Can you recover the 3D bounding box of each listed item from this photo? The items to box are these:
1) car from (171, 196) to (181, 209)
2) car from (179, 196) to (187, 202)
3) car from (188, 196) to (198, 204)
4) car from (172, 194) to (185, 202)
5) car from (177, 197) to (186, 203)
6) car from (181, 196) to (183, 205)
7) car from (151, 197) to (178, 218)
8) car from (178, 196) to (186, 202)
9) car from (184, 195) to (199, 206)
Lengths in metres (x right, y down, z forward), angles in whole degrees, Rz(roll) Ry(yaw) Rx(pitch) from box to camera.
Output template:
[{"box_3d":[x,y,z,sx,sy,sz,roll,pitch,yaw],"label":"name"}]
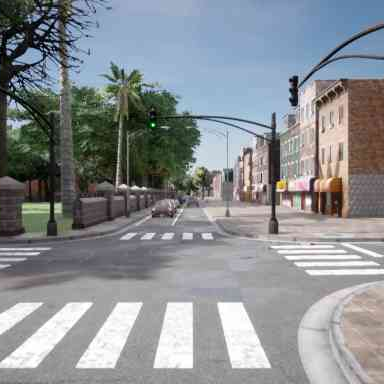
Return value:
[{"box_3d":[-2.598,1.506,36.271,1.967,1.590,4.097,0,0,0],"label":"car"},{"box_3d":[-2.534,1.937,93.157,1.947,1.339,4.313,-1,0,0],"label":"car"},{"box_3d":[0.184,1.698,69.661,1.882,1.535,5.008,0,0,0],"label":"car"},{"box_3d":[-2.905,1.417,64.219,2.150,2.045,5.566,0,0,0],"label":"car"},{"box_3d":[-2.547,1.838,81.780,1.887,1.381,4.507,0,0,0],"label":"car"},{"box_3d":[-2.586,1.691,47.649,1.802,1.307,4.206,0,0,0],"label":"car"},{"box_3d":[-2.606,1.489,30.583,1.967,1.590,4.097,0,0,0],"label":"car"},{"box_3d":[-2.540,1.882,87.468,2.008,1.369,4.403,-1,0,0],"label":"car"},{"box_3d":[0.180,1.701,57.527,2.033,1.411,5.357,0,0,-2],"label":"car"}]
